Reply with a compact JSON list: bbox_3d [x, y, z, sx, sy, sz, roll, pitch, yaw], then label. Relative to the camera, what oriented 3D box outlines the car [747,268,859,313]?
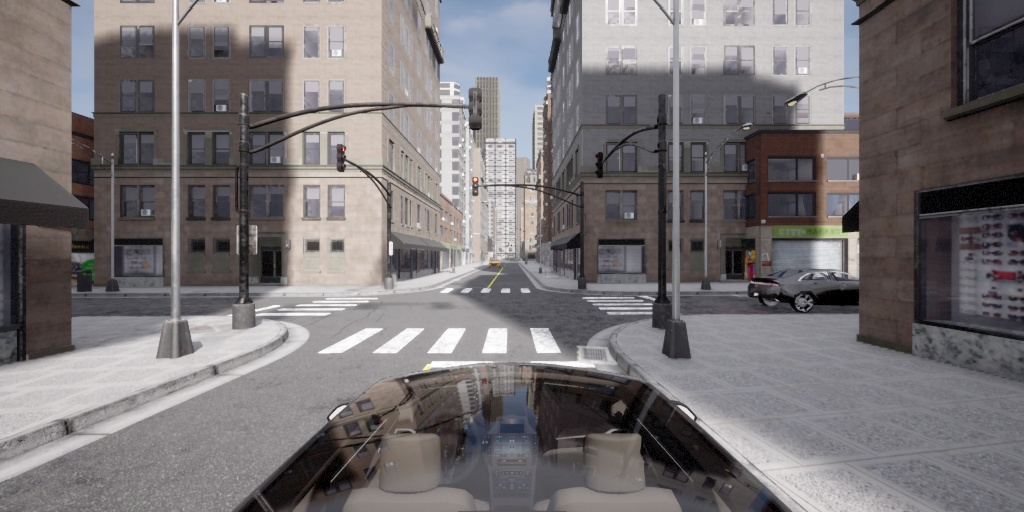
[{"bbox_3d":[11.427,1.209,13.225,4.902,1.511,2.128,0,0,0],"label":"car"}]

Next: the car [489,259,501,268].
[{"bbox_3d":[-2.998,1.208,62.909,1.882,1.535,5.008,0,0,0],"label":"car"}]
